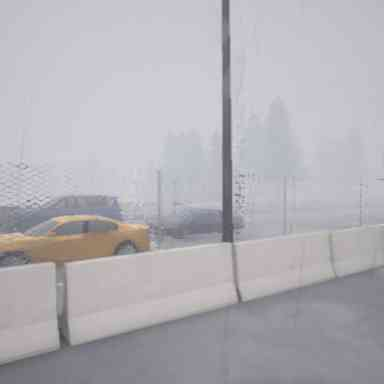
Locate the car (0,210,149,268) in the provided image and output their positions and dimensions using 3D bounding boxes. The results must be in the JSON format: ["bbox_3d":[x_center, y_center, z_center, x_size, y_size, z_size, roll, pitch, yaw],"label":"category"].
[{"bbox_3d":[-3.684,1.453,9.949,5.008,1.535,1.882,0,0,-35],"label":"car"}]

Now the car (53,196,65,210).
[{"bbox_3d":[-6.193,1.182,16.740,5.566,2.045,2.150,0,0,-35],"label":"car"}]
